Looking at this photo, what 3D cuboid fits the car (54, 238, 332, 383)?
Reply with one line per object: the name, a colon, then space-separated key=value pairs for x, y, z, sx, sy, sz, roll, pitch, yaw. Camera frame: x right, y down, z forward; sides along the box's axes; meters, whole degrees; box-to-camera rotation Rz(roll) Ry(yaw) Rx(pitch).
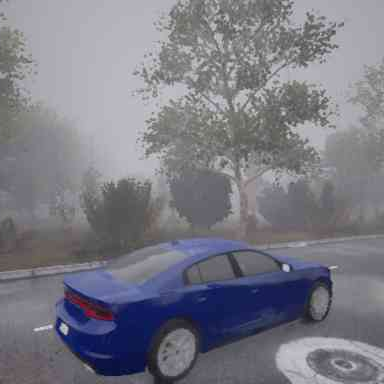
car: x=0.398 y=1.528 z=5.578 sx=5.008 sy=1.535 sz=1.882 roll=1 pitch=-1 yaw=-37
